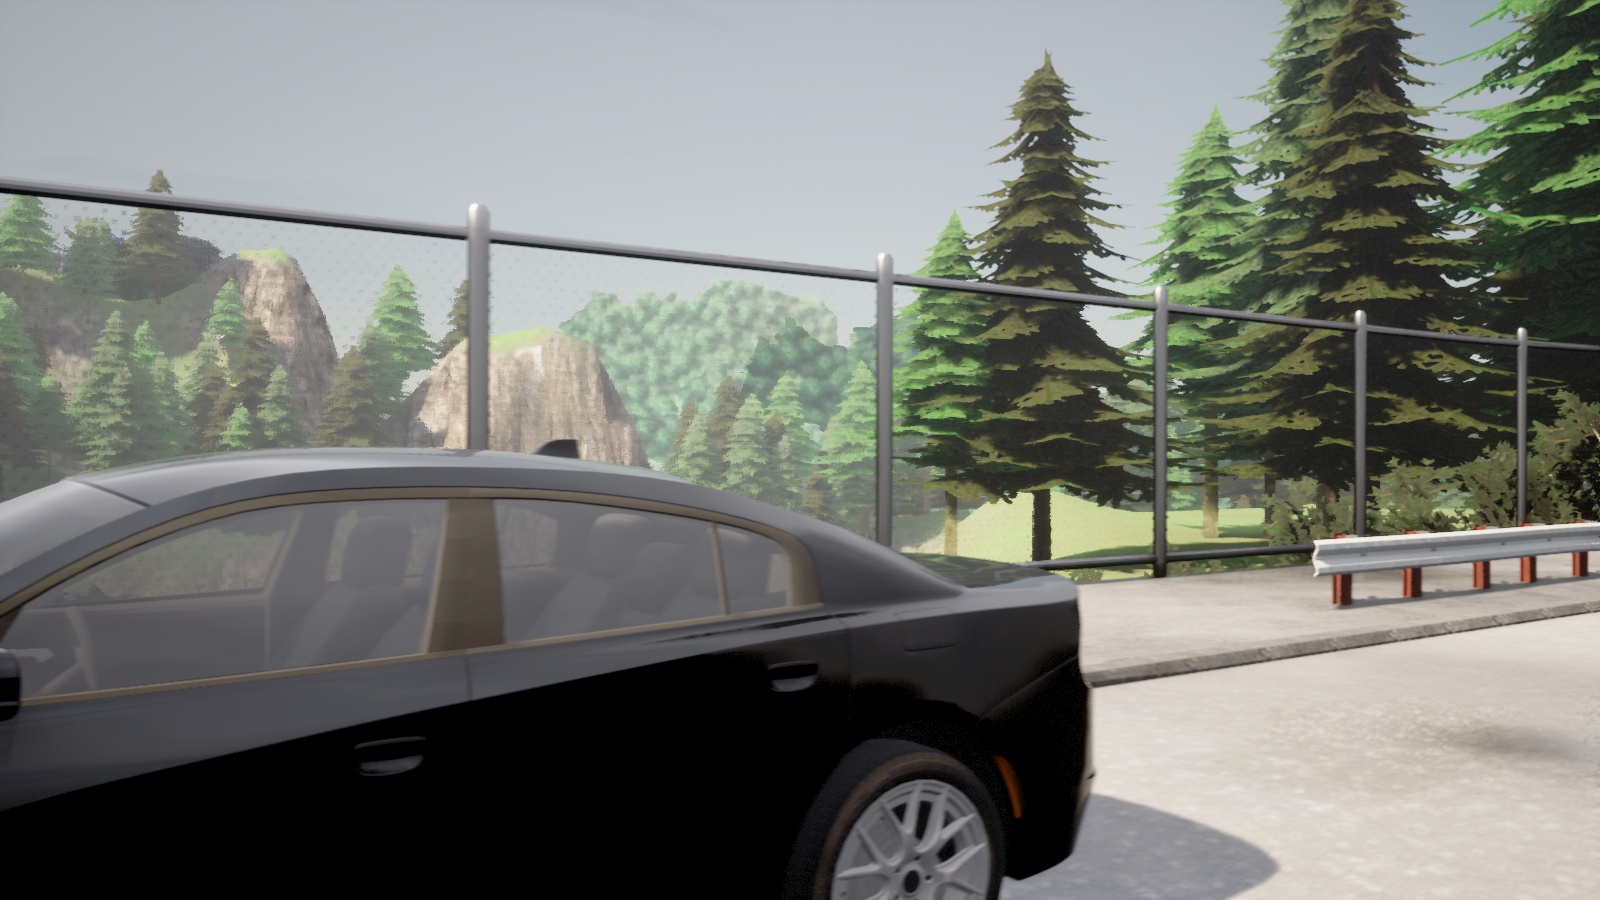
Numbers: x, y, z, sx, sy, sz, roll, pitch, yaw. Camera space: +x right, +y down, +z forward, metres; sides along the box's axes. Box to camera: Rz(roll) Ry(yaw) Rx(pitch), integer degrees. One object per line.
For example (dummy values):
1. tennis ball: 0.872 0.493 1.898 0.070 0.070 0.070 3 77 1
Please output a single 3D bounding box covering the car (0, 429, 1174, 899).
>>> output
1. car: -1.423 0.734 3.277 5.008 1.535 1.882 0 0 -35
